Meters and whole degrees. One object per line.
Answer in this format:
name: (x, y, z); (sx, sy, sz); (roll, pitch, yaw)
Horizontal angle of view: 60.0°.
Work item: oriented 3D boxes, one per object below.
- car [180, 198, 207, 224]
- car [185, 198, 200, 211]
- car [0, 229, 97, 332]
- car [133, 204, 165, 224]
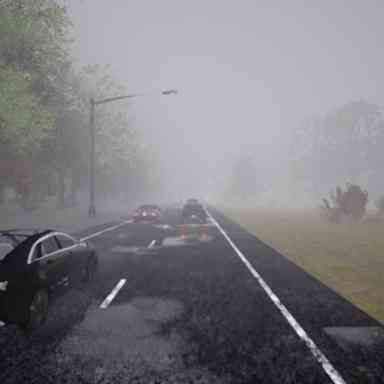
car: (0.105, 1.524, 25.458); (1.882, 1.535, 5.008); (0, 0, 0)
car: (0.102, 1.586, 43.216); (1.837, 1.490, 4.892); (0, 0, 0)
car: (-3.398, 1.504, 6.842); (2.128, 1.511, 4.902); (0, 0, 0)
car: (-3.194, 1.594, 25.362); (2.033, 1.411, 5.357); (0, 0, 2)
